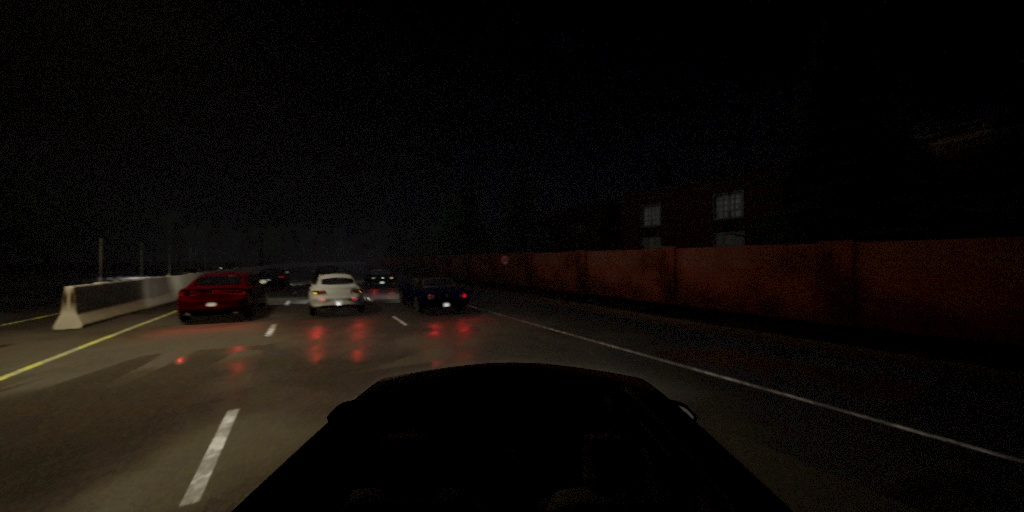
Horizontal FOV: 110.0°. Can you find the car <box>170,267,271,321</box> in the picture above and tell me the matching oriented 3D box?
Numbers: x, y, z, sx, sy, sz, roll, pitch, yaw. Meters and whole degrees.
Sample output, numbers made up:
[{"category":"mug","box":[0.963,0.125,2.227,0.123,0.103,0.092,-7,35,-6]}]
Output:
[{"category":"car","box":[-10.358,1.334,13.140,1.882,1.535,5.008,1,-1,-28]}]

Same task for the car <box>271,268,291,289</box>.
[{"category":"car","box":[-17.023,1.558,25.471,1.994,1.385,4.181,1,-1,-28]}]

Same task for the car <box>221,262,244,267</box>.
[{"category":"car","box":[-36.457,1.543,46.742,2.097,1.767,4.553,1,-1,-28]}]

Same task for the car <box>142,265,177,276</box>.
[{"category":"car","box":[-42.558,1.718,43.319,1.895,1.301,4.718,1,-1,-28]}]

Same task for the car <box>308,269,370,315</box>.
[{"category":"car","box":[-7.090,1.415,14.452,1.812,1.442,4.674,1,-1,-28]}]

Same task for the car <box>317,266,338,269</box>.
[{"category":"car","box":[-14.332,1.515,27.875,1.882,1.535,5.008,1,0,-28]}]

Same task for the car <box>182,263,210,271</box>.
[{"category":"car","box":[-39.470,1.631,44.958,1.882,1.535,5.008,1,-1,-28]}]

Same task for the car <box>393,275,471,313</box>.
[{"category":"car","box":[-3.433,1.515,15.036,1.895,1.301,4.718,1,-1,-28]}]

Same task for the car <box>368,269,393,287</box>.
[{"category":"car","box":[-10.408,1.657,27.921,1.895,1.301,4.718,1,-1,-28]}]
